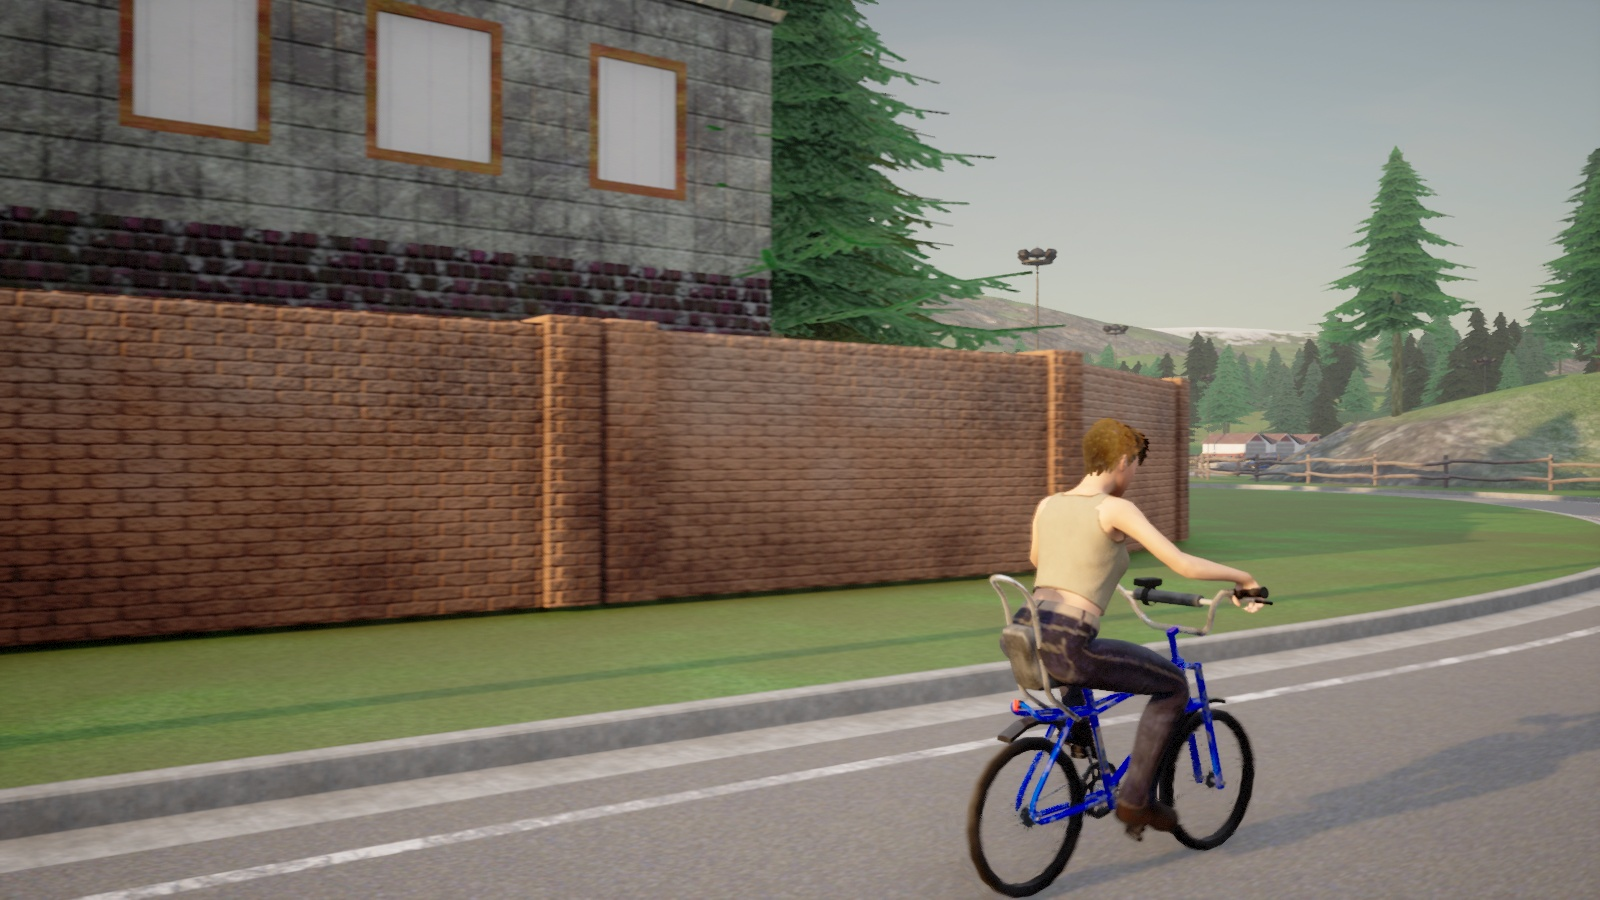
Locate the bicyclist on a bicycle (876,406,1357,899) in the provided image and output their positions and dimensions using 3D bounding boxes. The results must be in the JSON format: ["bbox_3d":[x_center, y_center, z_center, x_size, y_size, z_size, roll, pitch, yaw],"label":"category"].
[{"bbox_3d":[1.140,0.691,4.458,1.509,1.612,0.866,1,-1,-35],"label":"bicyclist on a bicycle"}]
